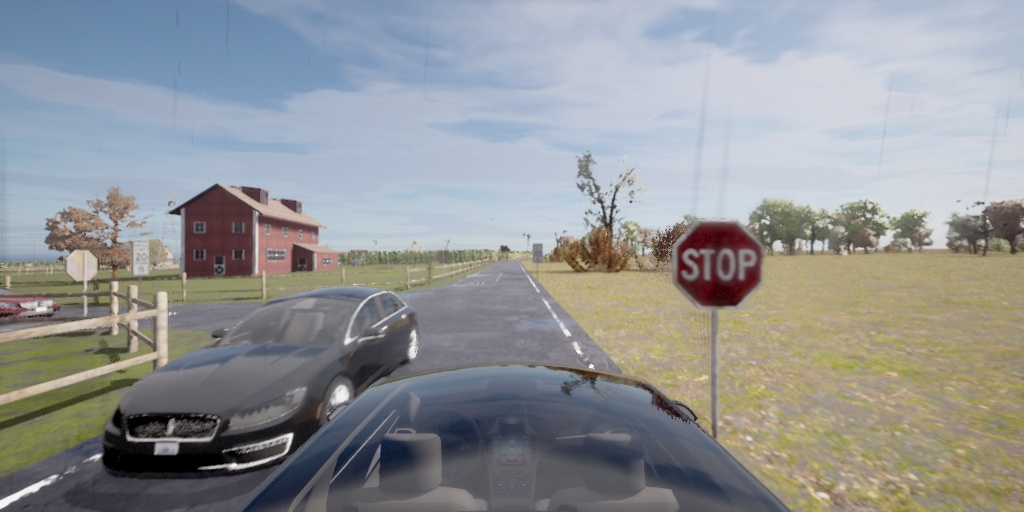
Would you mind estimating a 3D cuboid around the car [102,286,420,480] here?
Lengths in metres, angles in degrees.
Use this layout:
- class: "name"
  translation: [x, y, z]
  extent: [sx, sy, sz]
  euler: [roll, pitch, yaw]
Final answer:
- class: "car"
  translation: [-2.730, 1.272, 5.269]
  extent: [1.837, 1.490, 4.892]
  euler: [0, 0, 0]

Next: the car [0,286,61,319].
- class: "car"
  translation: [-18.062, 1.570, 11.713]
  extent: [4.674, 1.442, 1.812]
  euler: [-1, 0, -7]
